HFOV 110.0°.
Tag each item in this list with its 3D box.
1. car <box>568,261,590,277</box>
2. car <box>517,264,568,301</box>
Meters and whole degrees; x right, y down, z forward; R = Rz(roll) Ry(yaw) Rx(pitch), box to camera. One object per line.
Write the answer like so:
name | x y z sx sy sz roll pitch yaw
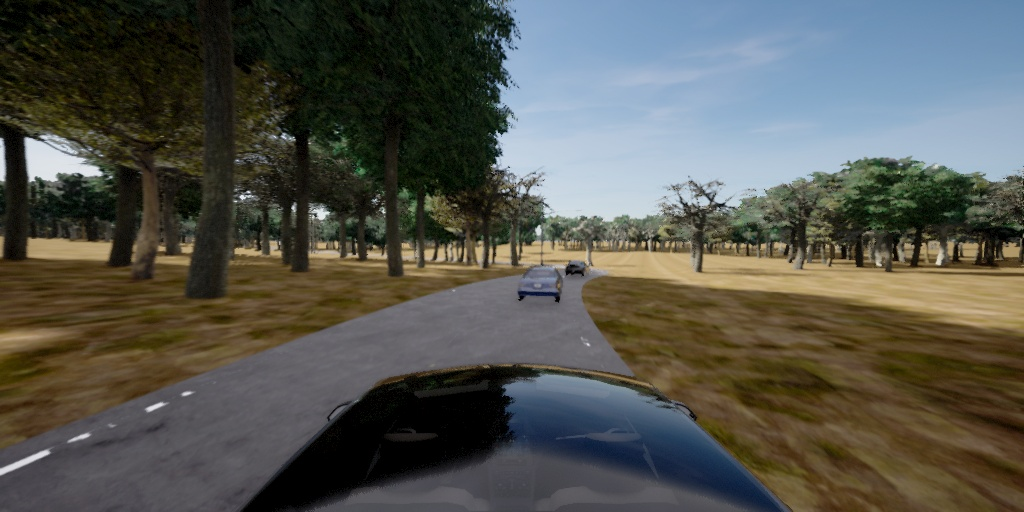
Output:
car | 6.417 1.227 34.993 1.837 1.490 4.892 2 0 20
car | 1.420 1.206 16.701 2.033 1.411 5.357 1 0 9
